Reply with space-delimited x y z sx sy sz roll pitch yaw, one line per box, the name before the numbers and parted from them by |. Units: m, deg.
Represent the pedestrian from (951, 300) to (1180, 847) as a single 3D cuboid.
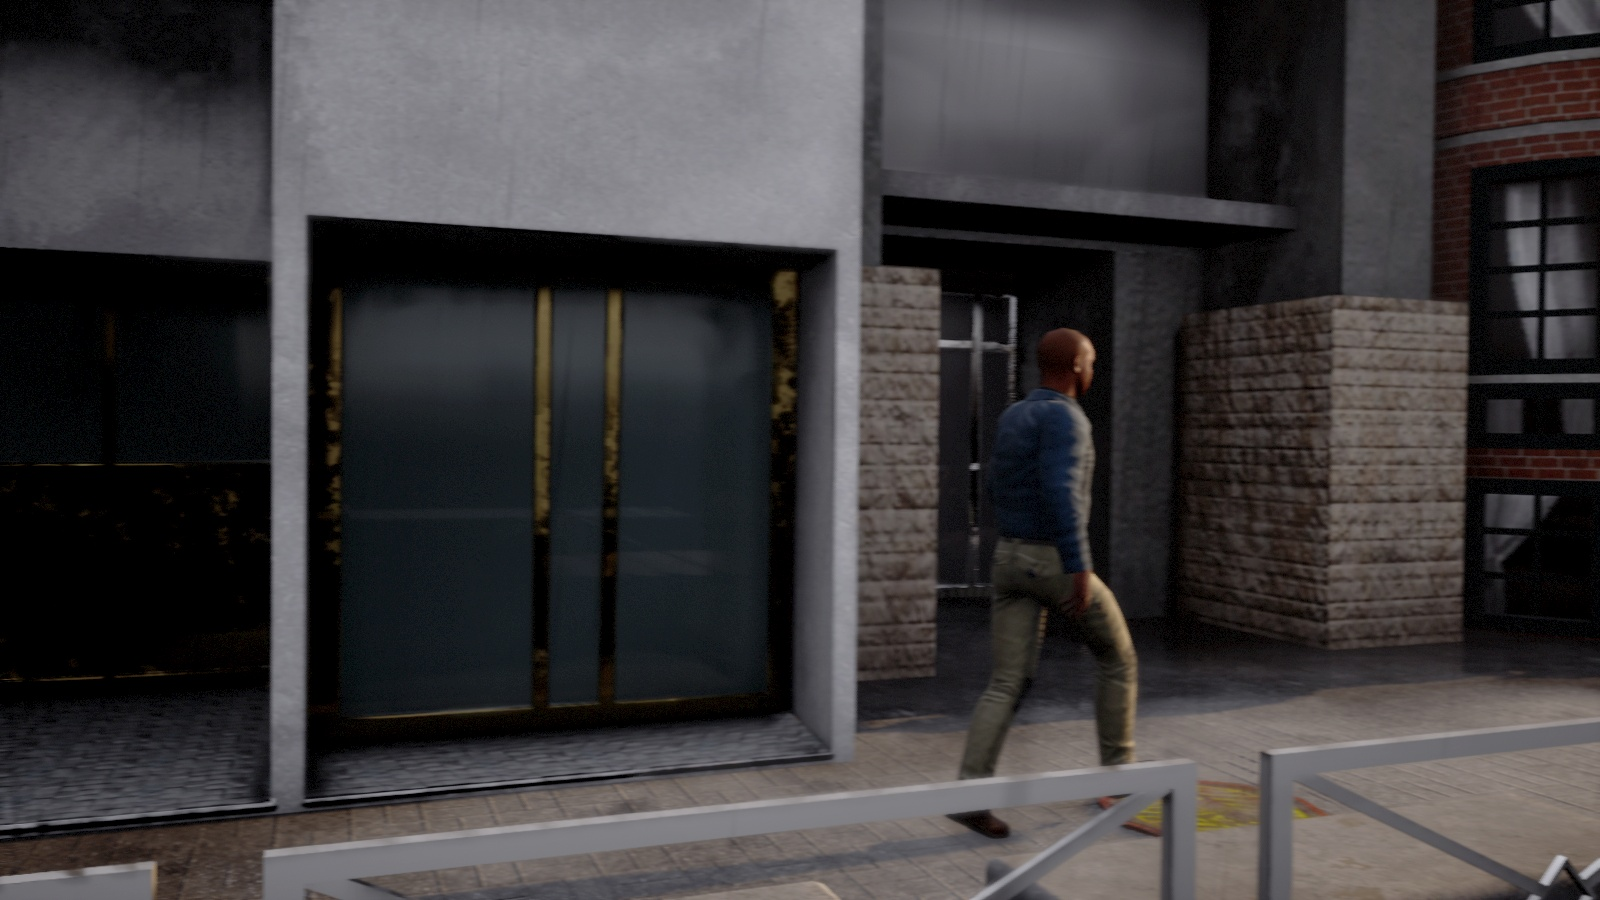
pedestrian | 0.962 0.408 4.535 0.726 1.835 0.370 -1 1 -27
